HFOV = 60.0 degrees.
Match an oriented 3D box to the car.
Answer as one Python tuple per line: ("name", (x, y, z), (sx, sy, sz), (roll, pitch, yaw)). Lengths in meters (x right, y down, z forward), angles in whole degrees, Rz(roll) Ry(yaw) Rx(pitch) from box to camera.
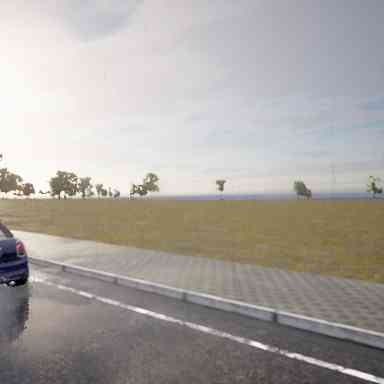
("car", (-5.932, 1.323, 7.986), (4.553, 1.767, 2.097), (0, 0, 36))
